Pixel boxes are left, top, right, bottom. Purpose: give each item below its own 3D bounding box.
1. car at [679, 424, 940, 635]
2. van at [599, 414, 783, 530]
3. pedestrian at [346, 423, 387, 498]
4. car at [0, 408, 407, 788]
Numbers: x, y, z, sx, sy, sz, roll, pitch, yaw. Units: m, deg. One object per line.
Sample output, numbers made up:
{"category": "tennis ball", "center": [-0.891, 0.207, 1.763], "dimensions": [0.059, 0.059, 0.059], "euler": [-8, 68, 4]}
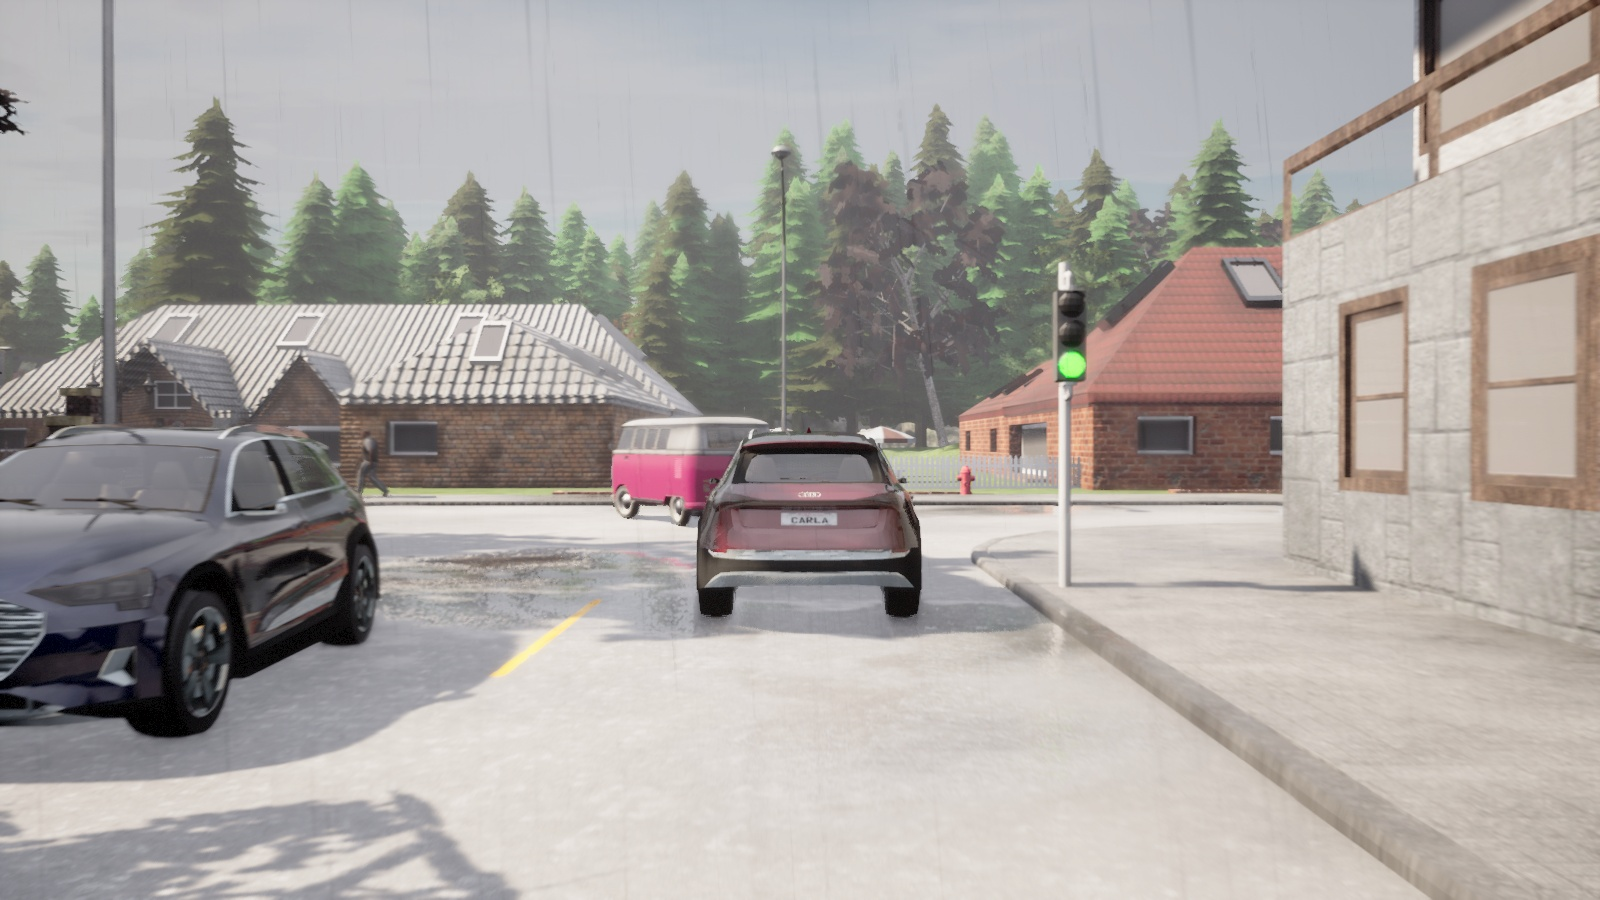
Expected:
{"category": "car", "center": [0.085, 0.608, 12.236], "dimensions": [2.033, 1.649, 4.856], "euler": [0, 0, 0]}
{"category": "van", "center": [-2.184, 0.363, 23.895], "dimensions": [1.775, 1.987, 4.442], "euler": [0, 0, -30]}
{"category": "pedestrian", "center": [-10.986, 0.263, 31.836], "dimensions": [0.849, 1.883, 0.563], "euler": [0, 0, 0]}
{"category": "car", "center": [-4.095, 0.629, 7.843], "dimensions": [2.033, 1.649, 4.856], "euler": [0, 0, -4]}
